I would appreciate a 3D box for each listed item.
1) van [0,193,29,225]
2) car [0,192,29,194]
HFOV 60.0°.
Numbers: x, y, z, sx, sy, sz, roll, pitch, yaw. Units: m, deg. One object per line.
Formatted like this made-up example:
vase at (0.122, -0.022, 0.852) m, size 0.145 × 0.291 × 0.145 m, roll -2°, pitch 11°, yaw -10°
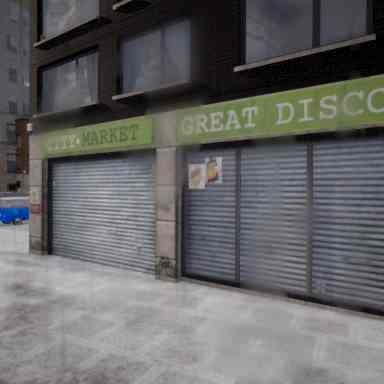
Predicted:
van at (-10.859, 1.203, 22.322) m, size 1.690 × 1.788 × 3.998 m, roll 1°, pitch 1°, yaw 36°
car at (-15.235, 1.034, 26.301) m, size 2.150 × 2.045 × 5.566 m, roll 1°, pitch 1°, yaw 36°
